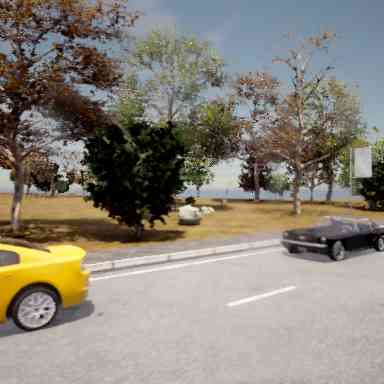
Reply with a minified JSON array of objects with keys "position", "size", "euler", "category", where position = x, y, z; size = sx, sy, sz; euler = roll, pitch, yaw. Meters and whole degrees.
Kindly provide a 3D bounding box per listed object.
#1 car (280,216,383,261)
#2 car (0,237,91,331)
[{"position":[5.415,1.569,12.240],"size":[4.718,1.301,1.895],"euler":[0,0,-36],"category":"car"},{"position":[-4.217,1.488,5.297],"size":[5.008,1.535,1.882],"euler":[-1,0,-35],"category":"car"}]
